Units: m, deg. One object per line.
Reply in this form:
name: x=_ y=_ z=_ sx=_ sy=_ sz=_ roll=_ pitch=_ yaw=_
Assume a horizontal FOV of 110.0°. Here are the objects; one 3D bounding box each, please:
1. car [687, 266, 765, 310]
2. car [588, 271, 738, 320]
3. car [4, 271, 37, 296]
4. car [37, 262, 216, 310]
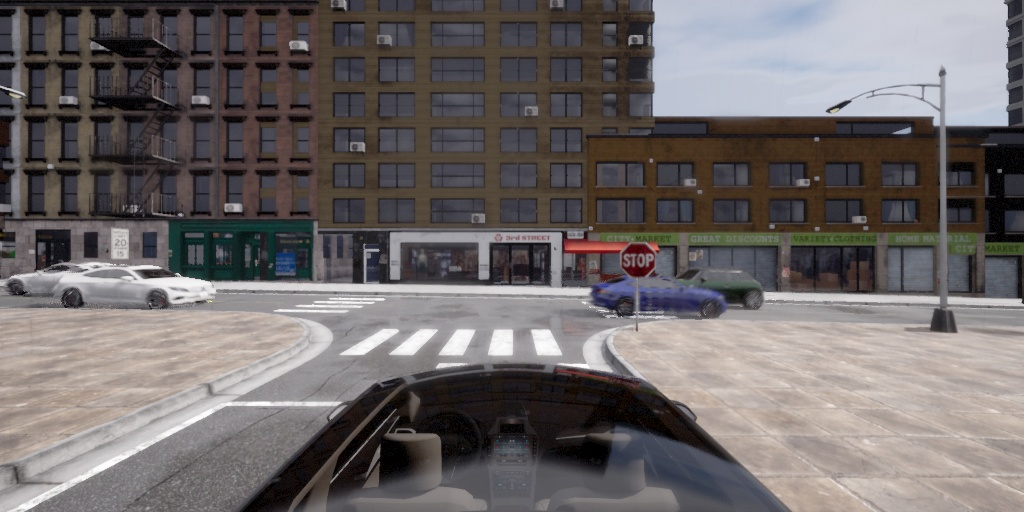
car: x=8.354 y=1.299 z=15.794 sx=4.553 sy=1.767 sz=2.097 roll=1 pitch=0 yaw=0
car: x=5.102 y=1.392 z=12.842 sx=4.674 sy=1.442 sz=1.812 roll=1 pitch=0 yaw=0
car: x=-19.096 y=0.993 z=15.782 sx=4.674 sy=1.442 sz=1.812 roll=1 pitch=0 yaw=0
car: x=-13.364 y=1.072 z=12.832 sx=4.674 sy=1.442 sz=1.812 roll=1 pitch=0 yaw=0
